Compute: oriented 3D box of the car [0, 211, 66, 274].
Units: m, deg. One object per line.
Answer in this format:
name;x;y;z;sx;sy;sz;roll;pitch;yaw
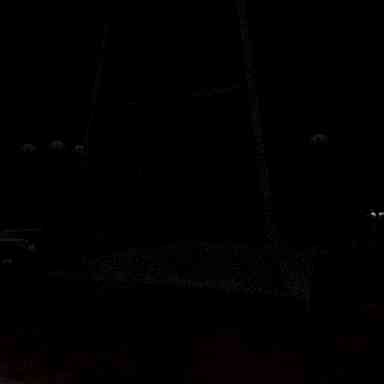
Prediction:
car;-5.698;1.645;11.552;1.905;1.878;3.866;-1;-1;-8
